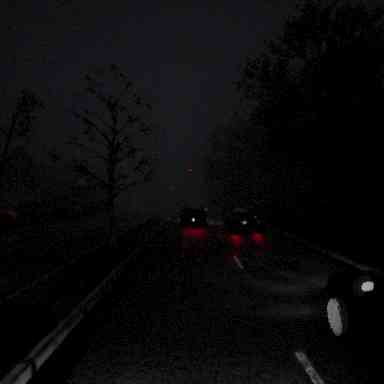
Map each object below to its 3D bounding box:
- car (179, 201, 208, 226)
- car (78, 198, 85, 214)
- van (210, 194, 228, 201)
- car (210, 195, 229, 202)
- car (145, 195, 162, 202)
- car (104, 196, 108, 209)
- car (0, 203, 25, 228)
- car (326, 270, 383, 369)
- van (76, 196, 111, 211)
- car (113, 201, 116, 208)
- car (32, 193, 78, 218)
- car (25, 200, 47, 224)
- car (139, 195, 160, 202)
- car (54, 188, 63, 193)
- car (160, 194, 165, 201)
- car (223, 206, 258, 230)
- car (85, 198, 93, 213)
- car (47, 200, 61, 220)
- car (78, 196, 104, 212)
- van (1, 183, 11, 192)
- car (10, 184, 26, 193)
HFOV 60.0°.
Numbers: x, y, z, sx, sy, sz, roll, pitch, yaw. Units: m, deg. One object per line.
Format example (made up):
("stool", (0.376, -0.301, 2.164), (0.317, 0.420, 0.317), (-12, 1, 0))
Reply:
("car", (0.095, 1.623, 24.617), (1.837, 1.490, 4.892), (0, 0, 0))
("car", (-13.971, 1.688, 33.851), (5.366, 1.575, 1.946), (-1, 0, -20))
("van", (7.248, 1.631, 89.378), (4.442, 1.987, 1.878), (1, 0, -14))
("car", (7.630, 1.751, 92.347), (4.553, 1.767, 2.185), (1, -1, -14))
("car", (-10.743, 1.808, 92.718), (4.553, 1.767, 2.185), (-1, -1, -14))
("car", (-13.733, 1.518, 42.953), (5.566, 2.045, 2.435), (-1, -1, -20))
("car", (-13.840, 1.463, 21.904), (4.553, 1.767, 2.185), (-1, -1, -20))
("car", (3.099, 1.484, 3.445), (1.882, 1.535, 5.008), (0, 0, 0))
("van", (-13.618, 1.570, 45.989), (4.442, 1.987, 1.878), (-1, -1, -19))
("car", (-13.644, 1.698, 48.966), (4.553, 1.767, 2.185), (-1, 0, -19))
("car", (-13.830, 1.411, 30.903), (5.566, 2.045, 2.435), (-1, 0, -20))
("car", (-13.812, 1.613, 24.914), (4.892, 1.521, 2.231), (-1, -1, -20))
("car", (-11.478, 1.928, 86.772), (4.792, 1.488, 2.163), (-1, 0, -15))
("car", (-31.190, 0.078, 77.705), (2.435, 2.045, 5.566), (6, -3, -19))
("car", (-10.835, 1.906, 89.765), (5.366, 1.575, 1.946), (-1, -1, -15))
("car", (3.095, 1.622, 21.882), (1.812, 1.442, 4.674), (0, 0, 0))
("car", (-13.783, 1.756, 36.918), (4.674, 1.452, 2.002), (-1, 0, -20))
("car", (-13.829, 1.666, 27.898), (4.792, 1.488, 2.163), (-1, 0, -20))
("car", (-13.804, 1.491, 39.917), (5.566, 2.045, 2.435), (-1, 0, -20))
("van", (-43.173, -0.987, 77.698), (1.878, 1.987, 4.442), (7, -3, -19))
("car", (-40.228, -0.488, 77.756), (2.231, 1.521, 4.892), (6, -3, -19))
